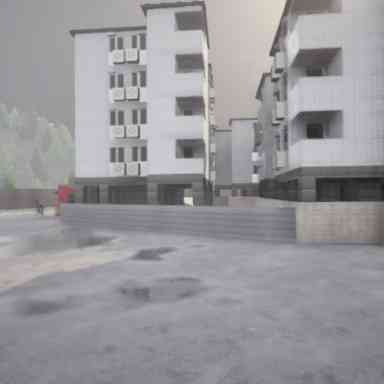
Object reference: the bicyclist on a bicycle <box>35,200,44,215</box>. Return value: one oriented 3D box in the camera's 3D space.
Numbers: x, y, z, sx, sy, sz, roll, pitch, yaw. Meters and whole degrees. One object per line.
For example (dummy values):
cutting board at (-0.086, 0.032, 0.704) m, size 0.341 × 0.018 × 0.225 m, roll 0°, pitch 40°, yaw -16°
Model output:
bicyclist on a bicycle at (-16.520, 1.670, 35.897) m, size 1.656 × 1.620 × 0.582 m, roll -1°, pitch -1°, yaw 35°
